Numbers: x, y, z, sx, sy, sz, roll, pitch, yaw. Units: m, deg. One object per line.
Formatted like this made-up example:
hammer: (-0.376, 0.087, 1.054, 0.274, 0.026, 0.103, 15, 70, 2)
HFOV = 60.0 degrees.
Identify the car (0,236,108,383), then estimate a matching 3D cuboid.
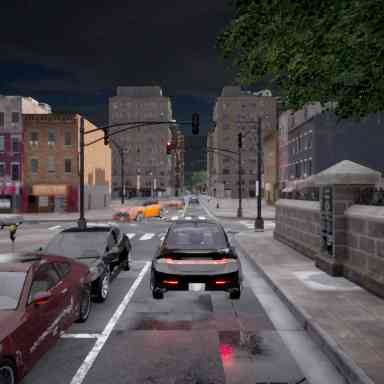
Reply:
car: (-2.631, 1.582, 4.565, 1.802, 1.307, 4.206, 0, 0, 0)

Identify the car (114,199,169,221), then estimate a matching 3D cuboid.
car: (-4.154, 1.370, 26.606, 2.097, 1.767, 4.553, -1, 1, 27)

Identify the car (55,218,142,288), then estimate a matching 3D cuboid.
car: (-2.627, 1.566, 8.228, 1.947, 1.339, 4.313, 0, 0, 0)

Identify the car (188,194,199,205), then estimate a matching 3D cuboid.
car: (0.360, 1.514, 60.437, 1.812, 1.442, 4.674, 0, 0, 0)

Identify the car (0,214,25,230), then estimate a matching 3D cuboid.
car: (-13.309, 1.730, 21.142, 4.718, 1.301, 1.895, -1, 0, 0)

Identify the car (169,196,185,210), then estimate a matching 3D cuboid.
car: (-2.237, 1.344, 42.320, 2.097, 1.767, 4.553, 0, 0, 0)

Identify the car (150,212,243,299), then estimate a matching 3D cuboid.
car: (0.095, 1.492, 8.406, 2.128, 1.511, 4.902, 0, 0, 0)

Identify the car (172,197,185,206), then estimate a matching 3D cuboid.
car: (-2.227, 1.552, 55.862, 1.994, 1.385, 4.181, 0, 0, 0)
